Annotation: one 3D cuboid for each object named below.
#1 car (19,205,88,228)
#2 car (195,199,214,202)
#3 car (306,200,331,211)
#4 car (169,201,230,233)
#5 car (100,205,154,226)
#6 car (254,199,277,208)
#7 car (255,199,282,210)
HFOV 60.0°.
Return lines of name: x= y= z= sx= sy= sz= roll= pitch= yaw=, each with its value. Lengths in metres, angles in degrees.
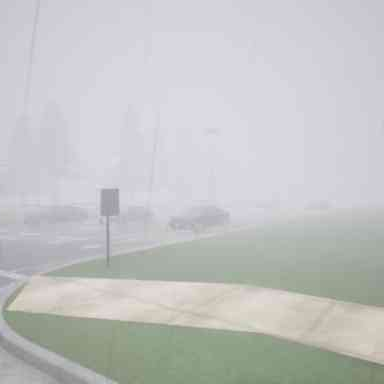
car: x=-9.997 y=1.722 z=24.403 sx=2.128 sy=1.511 sz=4.902 roll=-1 pitch=0 yaw=36
car: x=1.245 y=1.582 z=39.744 sx=2.097 sy=1.767 sz=4.553 roll=-1 pitch=0 yaw=36
car: x=16.192 y=1.667 z=42.334 sx=2.033 sy=1.411 sz=5.357 roll=-1 pitch=0 yaw=37
car: x=0.583 y=1.600 z=21.079 sx=1.882 sy=1.535 sz=5.008 roll=-1 pitch=0 yaw=36
car: x=-4.843 y=1.720 z=25.481 sx=1.812 sy=1.442 sz=4.674 roll=-1 pitch=0 yaw=36
car: x=11.965 y=1.894 z=54.215 sx=1.895 sy=1.301 sz=4.718 roll=-1 pitch=0 yaw=36
car: x=11.084 y=1.740 z=47.191 sx=2.033 sy=1.411 sz=5.357 roll=-1 pitch=0 yaw=37
